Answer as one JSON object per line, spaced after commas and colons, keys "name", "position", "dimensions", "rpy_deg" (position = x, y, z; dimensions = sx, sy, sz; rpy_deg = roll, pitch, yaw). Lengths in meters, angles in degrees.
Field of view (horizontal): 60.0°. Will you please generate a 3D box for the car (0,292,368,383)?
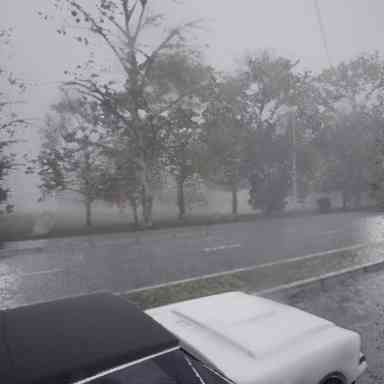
{"name": "car", "position": [-0.589, 1.595, 2.713], "dimensions": [4.718, 1.301, 1.895], "rpy_deg": [0, 0, -36]}
